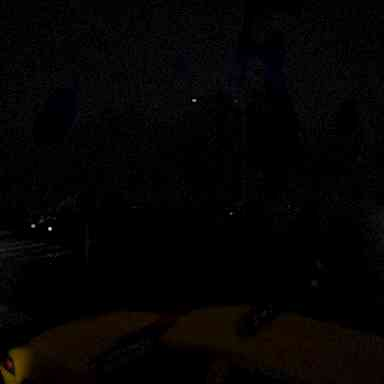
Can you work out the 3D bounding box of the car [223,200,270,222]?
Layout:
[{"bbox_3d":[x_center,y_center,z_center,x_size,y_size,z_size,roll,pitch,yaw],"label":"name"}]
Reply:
[{"bbox_3d":[4.159,1.328,24.889,1.882,1.535,5.008,0,0,36],"label":"car"}]

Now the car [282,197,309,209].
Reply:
[{"bbox_3d":[13.374,1.372,42.506,2.033,1.411,5.357,0,0,36],"label":"car"}]

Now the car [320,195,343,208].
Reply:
[{"bbox_3d":[19.119,1.192,45.462,2.097,1.767,4.553,0,0,36],"label":"car"}]

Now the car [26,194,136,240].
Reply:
[{"bbox_3d":[-5.346,1.122,16.833,2.150,2.045,5.566,0,0,36],"label":"car"}]

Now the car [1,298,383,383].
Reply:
[{"bbox_3d":[0.283,1.527,2.610,4.829,1.417,1.752,0,0,36],"label":"car"}]
